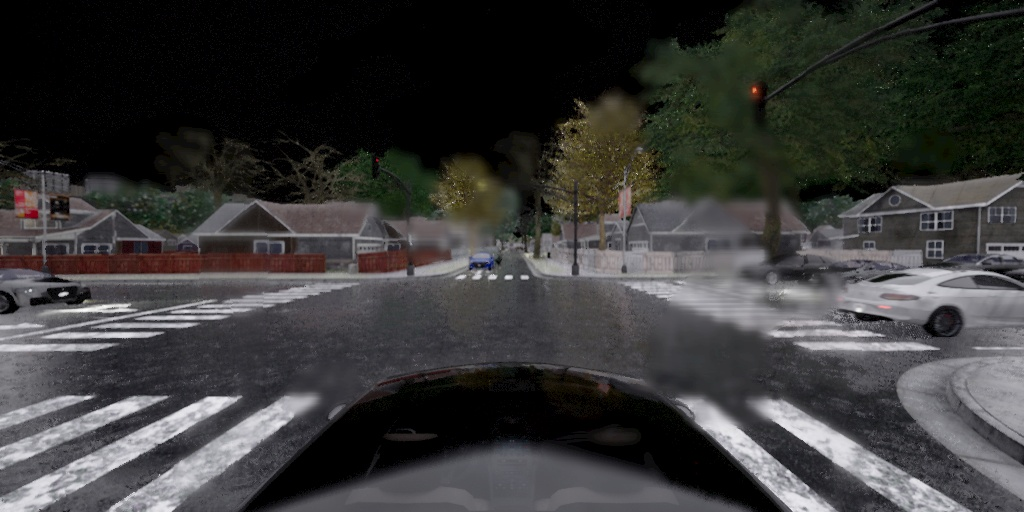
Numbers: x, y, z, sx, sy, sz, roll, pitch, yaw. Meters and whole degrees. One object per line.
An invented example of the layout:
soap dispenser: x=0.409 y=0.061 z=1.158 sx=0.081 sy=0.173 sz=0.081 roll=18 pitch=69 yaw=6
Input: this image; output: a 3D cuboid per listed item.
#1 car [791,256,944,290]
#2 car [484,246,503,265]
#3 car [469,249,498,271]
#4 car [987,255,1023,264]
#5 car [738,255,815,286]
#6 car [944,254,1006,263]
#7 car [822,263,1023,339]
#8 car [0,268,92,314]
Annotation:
car: x=14.717 y=0.848 z=15.070 sx=4.181 sy=1.385 sz=1.994 roll=0 pitch=2 yaw=1
car: x=-2.398 y=-0.112 z=41.632 sx=2.150 sy=2.045 sz=5.566 roll=0 pitch=2 yaw=1
car: x=-2.592 y=0.418 z=31.406 sx=1.882 sy=1.535 sz=5.008 roll=0 pitch=2 yaw=1
car: x=23.954 y=0.785 z=14.921 sx=5.357 sy=1.411 sz=2.033 roll=0 pitch=2 yaw=1
car: x=14.263 y=0.700 z=18.316 sx=4.892 sy=1.490 sz=1.837 roll=0 pitch=2 yaw=2
car: x=23.592 y=0.639 z=18.176 sx=4.902 sy=1.511 sz=2.128 roll=0 pitch=2 yaw=1
car: x=10.543 y=1.017 z=8.532 sx=4.674 sy=1.442 sz=1.812 roll=0 pitch=1 yaw=-1
car: x=-17.120 y=1.116 z=12.135 sx=4.181 sy=1.385 sz=1.994 roll=0 pitch=2 yaw=1
